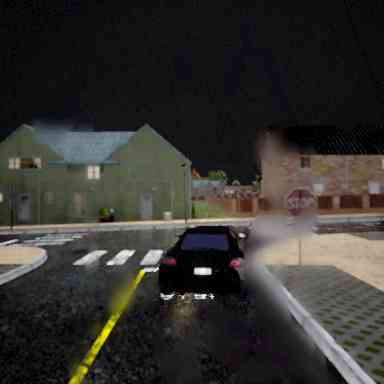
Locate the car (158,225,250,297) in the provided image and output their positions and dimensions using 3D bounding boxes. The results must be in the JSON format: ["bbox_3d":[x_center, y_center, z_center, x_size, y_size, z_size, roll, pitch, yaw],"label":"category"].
[{"bbox_3d":[0.439,1.549,8.630,1.994,1.385,4.181,0,0,6],"label":"car"}]
